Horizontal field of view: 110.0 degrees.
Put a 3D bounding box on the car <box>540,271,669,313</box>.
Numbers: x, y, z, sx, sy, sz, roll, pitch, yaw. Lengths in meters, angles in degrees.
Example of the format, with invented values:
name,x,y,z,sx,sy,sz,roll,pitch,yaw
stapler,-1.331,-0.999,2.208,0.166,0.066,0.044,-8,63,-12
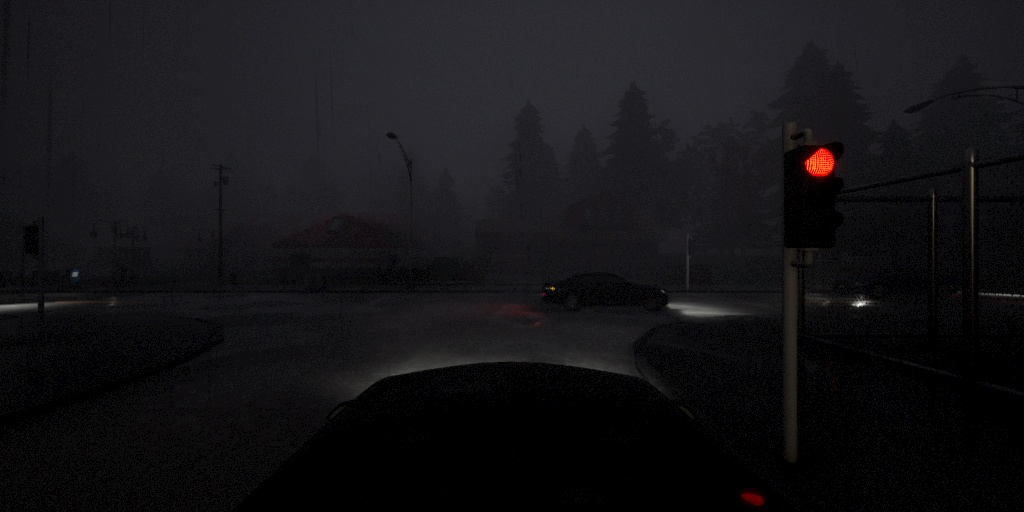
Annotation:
name,x,y,z,sx,sy,sz,roll,pitch,yaw
car,3.400,1.276,13.452,4.674,1.442,1.812,0,0,0

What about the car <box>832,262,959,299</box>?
name,x,y,z,sx,sy,sz,roll,pitch,yaw
car,18.727,1.228,17.646,5.008,1.535,1.882,0,0,0

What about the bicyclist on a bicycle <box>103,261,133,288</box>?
name,x,y,z,sx,sy,sz,roll,pitch,yaw
bicyclist on a bicycle,-23.979,1.098,21.830,0.582,1.620,1.656,0,0,0
